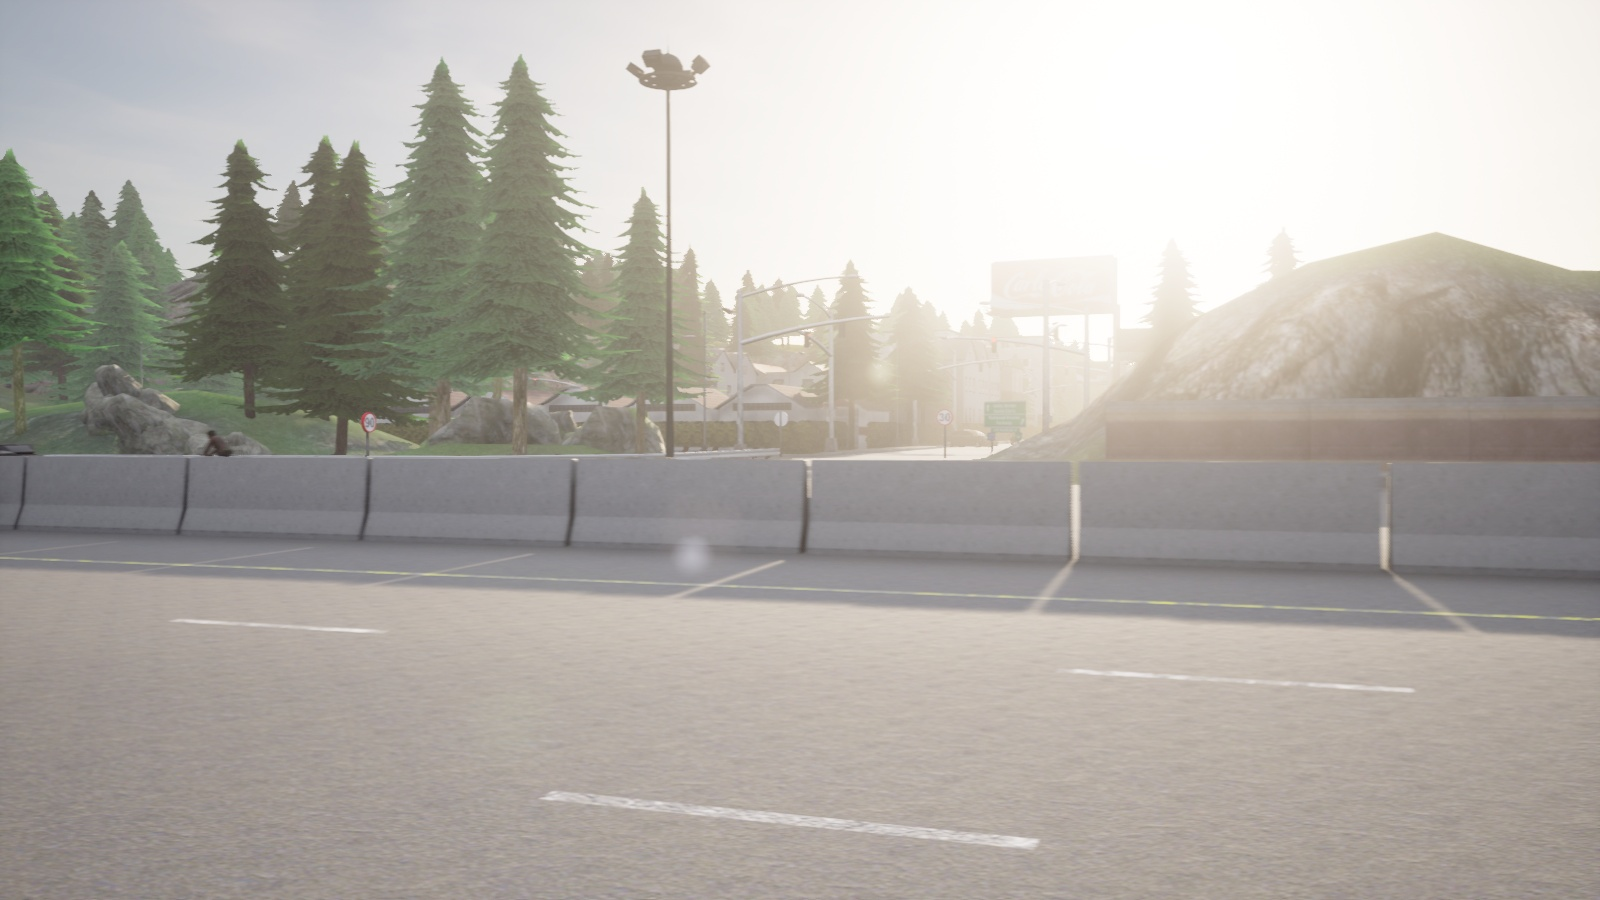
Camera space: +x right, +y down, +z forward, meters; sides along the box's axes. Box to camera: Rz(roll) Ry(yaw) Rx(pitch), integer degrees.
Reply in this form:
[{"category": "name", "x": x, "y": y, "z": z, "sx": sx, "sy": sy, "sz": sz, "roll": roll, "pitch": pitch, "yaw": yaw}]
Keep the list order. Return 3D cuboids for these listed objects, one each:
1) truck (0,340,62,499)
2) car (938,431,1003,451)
[{"category": "truck", "x": -21.210, "y": -0.696, "z": 28.779, "sx": 7.936, "sy": 3.462, "sz": 2.891, "roll": 1, "pitch": 1, "yaw": 19}, {"category": "car", "x": 13.258, "y": -0.736, "z": 97.999, "sx": 1.837, "sy": 1.490, "sz": 4.892, "roll": 0, "pitch": 2, "yaw": -44}]
